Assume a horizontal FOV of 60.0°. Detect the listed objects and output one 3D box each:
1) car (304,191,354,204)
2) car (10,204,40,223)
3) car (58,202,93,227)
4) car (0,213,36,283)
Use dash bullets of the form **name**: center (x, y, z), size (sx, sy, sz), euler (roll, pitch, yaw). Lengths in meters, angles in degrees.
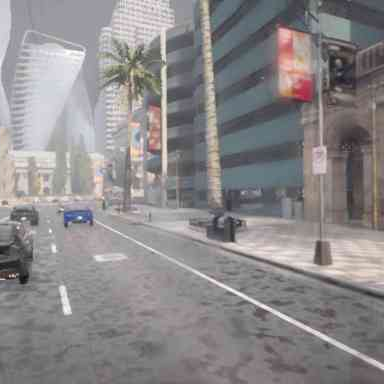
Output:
- **car**: center (12.422, 0.916, 29.602), size (2.435, 2.045, 5.566), euler (-1, 0, -24)
- **car**: center (-13.337, 1.700, 26.618), size (1.837, 1.490, 4.892), euler (-1, 0, -24)
- **car**: center (-8.501, 1.611, 24.401), size (1.882, 1.535, 5.008), euler (-1, -1, -24)
- **car**: center (-5.614, 1.582, 9.479), size (1.837, 1.490, 4.892), euler (-1, 0, -24)
